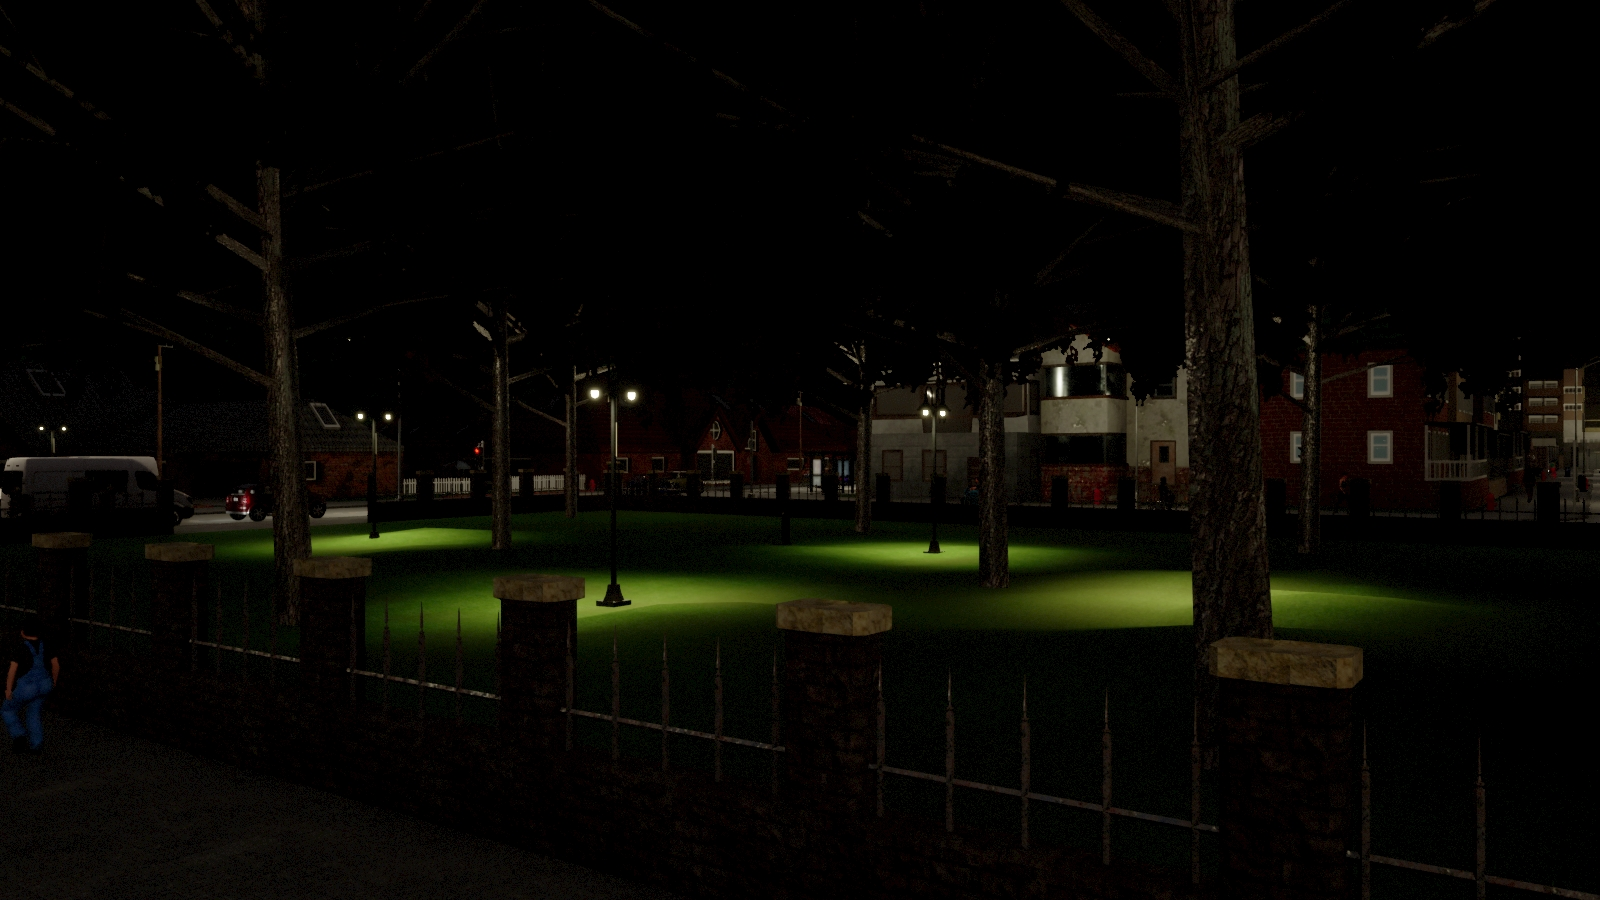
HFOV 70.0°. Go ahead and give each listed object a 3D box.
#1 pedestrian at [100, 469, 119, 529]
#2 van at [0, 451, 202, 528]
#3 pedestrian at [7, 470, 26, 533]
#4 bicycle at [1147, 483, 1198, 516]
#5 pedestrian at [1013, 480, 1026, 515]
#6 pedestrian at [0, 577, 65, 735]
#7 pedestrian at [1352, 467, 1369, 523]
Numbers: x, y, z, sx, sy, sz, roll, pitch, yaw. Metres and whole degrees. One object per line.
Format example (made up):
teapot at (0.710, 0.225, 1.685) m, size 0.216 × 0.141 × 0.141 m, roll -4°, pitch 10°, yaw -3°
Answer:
pedestrian at (-21.675, 1.525, 35.861) m, size 0.375 × 1.860 × 0.375 m, roll 0°, pitch 0°, yaw 37°
van at (-24.847, 1.314, 40.778) m, size 1.988 × 2.561 × 5.915 m, roll 0°, pitch 0°, yaw 36°
pedestrian at (-23.209, 1.525, 33.863) m, size 0.375 × 1.860 × 0.375 m, roll 0°, pitch 0°, yaw 40°
bicycle at (14.527, 1.937, 44.590) m, size 1.835 × 1.271 × 0.329 m, roll -3°, pitch -2°, yaw 35°
pedestrian at (8.312, 1.804, 43.279) m, size 0.375 × 1.300 × 0.375 m, roll 0°, pitch 0°, yaw 31°
pedestrian at (-6.793, 1.805, 10.106) m, size 0.375 × 1.300 × 0.375 m, roll 0°, pitch 0°, yaw 35°
pedestrian at (18.935, 1.525, 38.614) m, size 0.375 × 1.860 × 0.375 m, roll 0°, pitch 0°, yaw -30°
